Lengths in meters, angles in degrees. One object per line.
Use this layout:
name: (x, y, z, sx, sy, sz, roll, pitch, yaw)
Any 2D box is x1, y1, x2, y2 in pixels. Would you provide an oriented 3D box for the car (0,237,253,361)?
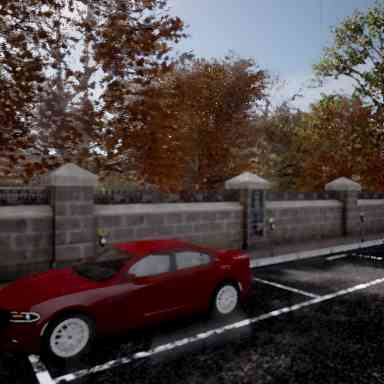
car: (-0.906, 1.553, 5.916, 4.507, 1.381, 1.887, 0, 0, -36)
